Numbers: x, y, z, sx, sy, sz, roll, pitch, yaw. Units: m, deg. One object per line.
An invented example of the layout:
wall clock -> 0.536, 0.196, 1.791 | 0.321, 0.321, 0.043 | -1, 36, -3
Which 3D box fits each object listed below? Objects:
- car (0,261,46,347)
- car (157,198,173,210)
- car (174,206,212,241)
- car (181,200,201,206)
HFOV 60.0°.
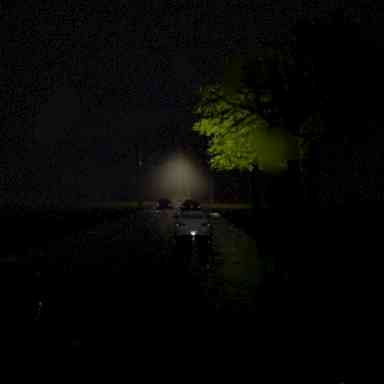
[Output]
car -> -3.608, 1.607, 4.286 | 1.994, 1.385, 4.181 | 0, -1, 0
car -> -3.898, 1.711, 47.969 | 2.097, 1.767, 4.553 | 0, 0, -1
car -> 0.052, 1.684, 17.635 | 1.812, 1.442, 4.674 | 0, 0, 0
car -> -0.088, 1.639, 36.470 | 2.097, 1.767, 4.553 | 0, 0, -1
